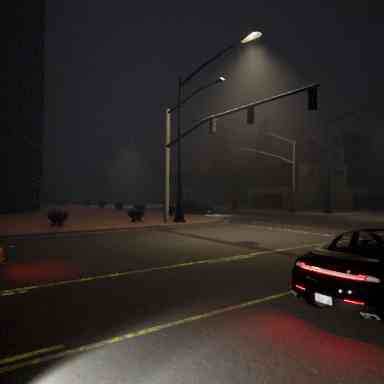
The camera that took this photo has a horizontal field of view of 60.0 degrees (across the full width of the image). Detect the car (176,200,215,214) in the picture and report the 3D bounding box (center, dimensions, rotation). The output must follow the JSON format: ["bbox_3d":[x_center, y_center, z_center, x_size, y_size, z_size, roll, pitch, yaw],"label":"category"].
[{"bbox_3d":[0.243,1.624,36.043,2.033,1.411,5.357,1,-1,-35],"label":"car"}]

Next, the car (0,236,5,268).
[{"bbox_3d":[-7.115,1.478,7.512,5.008,1.535,1.882,0,0,-36],"label":"car"}]

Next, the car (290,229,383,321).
[{"bbox_3d":[4.080,1.503,6.715,4.902,1.511,2.128,0,0,-35],"label":"car"}]
